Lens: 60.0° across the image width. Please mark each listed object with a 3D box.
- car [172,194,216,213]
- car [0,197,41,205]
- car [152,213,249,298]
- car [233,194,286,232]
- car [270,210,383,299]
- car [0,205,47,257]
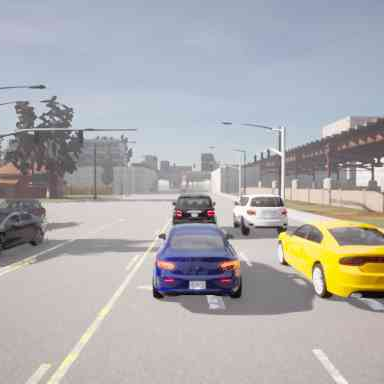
[{"bbox_3d":[0.113,1.130,17.821,2.150,2.045,5.566,0,0,0],"label":"car"},{"bbox_3d":[-10.523,1.247,19.842,2.097,1.767,4.553,0,1,0],"label":"car"},{"bbox_3d":[0.106,1.501,8.306,1.812,1.442,4.674,0,0,0],"label":"car"},{"bbox_3d":[3.611,1.130,18.316,2.150,2.045,5.566,0,0,0],"label":"car"},{"bbox_3d":[3.606,1.452,8.482,1.882,1.535,5.008,0,0,0],"label":"car"},{"bbox_3d":[-7.076,1.443,12.004,2.128,1.511,4.902,0,0,0],"label":"car"}]
